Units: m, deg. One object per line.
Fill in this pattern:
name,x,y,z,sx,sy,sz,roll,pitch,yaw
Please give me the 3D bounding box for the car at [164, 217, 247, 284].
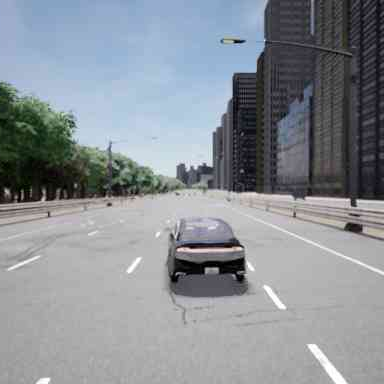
car,0.263,1.467,9.568,2.128,1.511,4.902,0,0,-4
